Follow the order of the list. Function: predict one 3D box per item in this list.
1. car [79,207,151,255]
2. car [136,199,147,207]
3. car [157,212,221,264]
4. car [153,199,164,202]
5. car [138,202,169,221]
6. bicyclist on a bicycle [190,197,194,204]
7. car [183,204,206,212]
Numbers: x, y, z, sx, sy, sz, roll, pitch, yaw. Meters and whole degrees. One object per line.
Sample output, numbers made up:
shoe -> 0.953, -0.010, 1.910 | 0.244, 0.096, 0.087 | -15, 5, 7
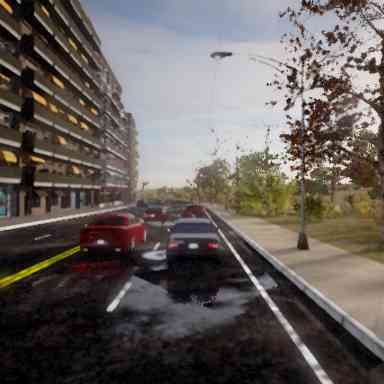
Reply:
car -> -3.158, 1.624, 14.139 | 1.882, 1.535, 5.008 | 0, 0, 1
car -> -9.665, 2.187, 64.756 | 1.837, 1.490, 4.892 | 0, 0, -1
car -> 0.063, 1.677, 12.390 | 2.033, 1.411, 5.357 | 0, -1, 1
car -> -6.422, 2.185, 64.536 | 1.837, 1.490, 4.892 | 0, -1, -1
car -> -3.072, 1.859, 28.296 | 1.994, 1.385, 4.181 | 0, -1, 1
bicyclist on a bicycle -> 0.115, 2.371, 87.444 | 0.582, 1.620, 1.656 | 0, -1, -3
car -> 0.192, 1.781, 29.112 | 1.882, 1.535, 5.008 | 0, 0, 1
